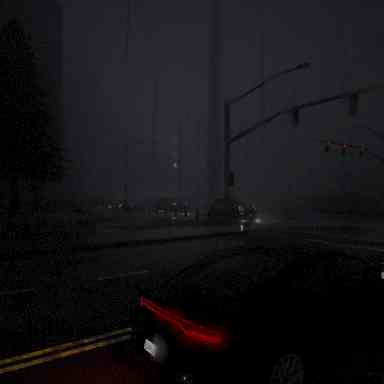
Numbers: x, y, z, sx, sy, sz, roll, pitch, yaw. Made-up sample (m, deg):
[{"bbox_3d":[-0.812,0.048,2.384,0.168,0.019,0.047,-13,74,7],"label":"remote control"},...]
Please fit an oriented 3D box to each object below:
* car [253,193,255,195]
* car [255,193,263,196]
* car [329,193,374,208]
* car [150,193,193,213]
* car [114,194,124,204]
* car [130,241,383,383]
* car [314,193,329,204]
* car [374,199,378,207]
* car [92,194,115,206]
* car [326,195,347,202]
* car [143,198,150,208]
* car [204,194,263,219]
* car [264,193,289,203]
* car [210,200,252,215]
[{"bbox_3d":[12.227,1.395,78.856,1.970,1.475,3.806,0,0,-35],"label":"car"},{"bbox_3d":[14.586,1.364,80.534,1.784,1.438,3.905,0,0,-35],"label":"car"},{"bbox_3d":[21.815,1.153,45.773,1.932,1.855,4.605,0,0,-35],"label":"car"},{"bbox_3d":[-2.330,1.352,37.149,2.097,1.767,4.553,0,0,-36],"label":"car"},{"bbox_3d":[-14.665,1.161,60.532,2.097,1.767,4.553,0,0,-36],"label":"car"},{"bbox_3d":[1.587,1.478,4.927,5.008,1.535,1.882,0,0,-35],"label":"car"},{"bbox_3d":[29.998,1.153,73.077,1.932,1.855,4.605,0,0,-35],"label":"car"},{"bbox_3d":[24.205,1.156,47.406,1.905,1.878,3.866,0,0,-35],"label":"car"},{"bbox_3d":[-15.014,1.492,54.944,2.128,1.511,4.902,0,0,-35],"label":"car"},{"bbox_3d":[32.395,1.364,74.704,1.784,1.438,3.905,0,0,-35],"label":"car"},{"bbox_3d":[-5.096,1.477,47.025,1.882,1.535,5.008,0,0,-36],"label":"car"},{"bbox_3d":[3.522,1.352,28.986,2.097,1.767,4.553,0,0,-36],"label":"car"},{"bbox_3d":[16.283,1.395,63.207,1.970,1.475,3.806,0,0,-35],"label":"car"},{"bbox_3d":[3.990,1.564,34.338,1.994,1.385,4.181,0,0,-36],"label":"car"}]
